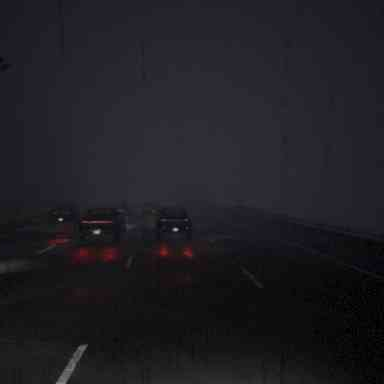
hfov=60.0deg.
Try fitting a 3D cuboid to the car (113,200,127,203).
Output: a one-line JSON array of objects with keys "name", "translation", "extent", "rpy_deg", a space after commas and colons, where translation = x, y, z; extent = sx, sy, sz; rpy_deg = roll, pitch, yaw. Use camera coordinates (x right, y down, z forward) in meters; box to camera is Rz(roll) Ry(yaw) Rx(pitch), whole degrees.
[{"name": "car", "translation": [-7.633, 1.627, 35.112], "extent": [2.128, 1.511, 4.902], "rpy_deg": [0, 0, -13]}]

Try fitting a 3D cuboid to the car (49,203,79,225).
[{"name": "car", "translation": [-9.090, 1.575, 24.410], "extent": [1.837, 1.490, 4.892], "rpy_deg": [1, 0, -9]}]

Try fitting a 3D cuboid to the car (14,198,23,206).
[{"name": "car", "translation": [-27.504, 1.651, 53.016], "extent": [2.033, 1.411, 5.357], "rpy_deg": [0, 0, -19]}]

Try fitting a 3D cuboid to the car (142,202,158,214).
[{"name": "car", "translation": [-4.584, 1.769, 37.537], "extent": [1.895, 1.301, 4.718], "rpy_deg": [0, 0, -13]}]

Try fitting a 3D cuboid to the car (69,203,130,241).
[{"name": "car", "translation": [-4.462, 1.553, 16.975], "extent": [2.128, 1.511, 4.902], "rpy_deg": [0, 0, -7]}]

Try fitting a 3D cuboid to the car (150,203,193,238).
[{"name": "car", "translation": [-1.096, 1.581, 18.233], "extent": [2.128, 1.511, 4.902], "rpy_deg": [0, 0, -7]}]
